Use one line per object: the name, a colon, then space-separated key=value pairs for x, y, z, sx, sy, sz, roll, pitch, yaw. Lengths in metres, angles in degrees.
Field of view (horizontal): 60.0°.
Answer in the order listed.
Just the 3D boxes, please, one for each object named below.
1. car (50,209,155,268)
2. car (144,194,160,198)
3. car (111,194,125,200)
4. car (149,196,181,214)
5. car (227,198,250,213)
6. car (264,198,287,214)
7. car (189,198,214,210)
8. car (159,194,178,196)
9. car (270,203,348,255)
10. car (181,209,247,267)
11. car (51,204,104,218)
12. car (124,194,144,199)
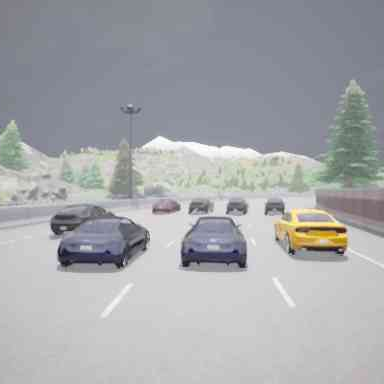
car: x=-2.746 y=1.493 z=11.169 sx=1.994 sy=1.385 sz=4.181 roll=0 pitch=0 yaw=5
car: x=-6.696 y=1.128 z=63.802 sx=1.837 sy=1.490 sz=4.892 roll=0 pitch=0 yaw=24
car: x=-13.658 y=1.141 z=65.451 sx=2.033 sy=1.411 sz=5.357 roll=0 pitch=0 yaw=24
car: x=-2.473 y=1.370 z=33.412 sx=1.994 sy=1.385 sz=4.181 roll=0 pitch=0 yaw=14
car: x=4.556 y=1.335 z=32.706 sx=1.837 sy=1.490 sz=4.892 roll=0 pitch=0 yaw=14
car: x=8.134 y=1.347 z=32.536 sx=1.837 sy=1.490 sz=4.892 roll=0 pitch=0 yaw=15
car: x=0.993 y=1.324 z=32.878 sx=1.837 sy=1.490 sz=4.892 roll=0 pitch=0 yaw=14
car: x=-3.703 y=1.170 z=62.007 sx=1.812 sy=1.442 sz=4.674 roll=0 pitch=0 yaw=25
car: x=4.472 y=1.417 z=13.146 sx=1.882 sy=1.535 sz=5.008 roll=0 pitch=0 yaw=6
car: x=0.781 y=1.503 z=11.280 sx=1.994 sy=1.385 sz=4.181 roll=0 pitch=0 yaw=5
car: x=-5.546 y=1.391 z=17.552 sx=1.837 sy=1.490 sz=4.892 roll=0 pitch=0 yaw=8
car: x=-10.468 y=1.176 z=63.984 sx=1.994 sy=1.385 sz=4.181 roll=0 pitch=0 yaw=24
